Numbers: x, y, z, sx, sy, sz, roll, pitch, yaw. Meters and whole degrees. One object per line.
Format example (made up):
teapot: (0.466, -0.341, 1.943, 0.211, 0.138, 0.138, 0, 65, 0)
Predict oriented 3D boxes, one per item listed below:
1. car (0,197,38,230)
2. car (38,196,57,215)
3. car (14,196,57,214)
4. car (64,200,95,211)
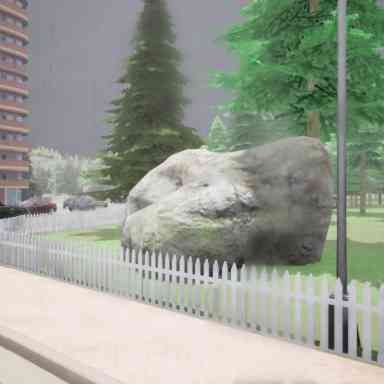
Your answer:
car: (-11.855, 1.162, 18.372, 2.150, 2.045, 5.566, 0, 0, 31)
car: (-14.466, 1.422, 30.220, 1.882, 1.535, 5.008, 0, 0, 15)
car: (-16.727, 1.297, 35.864, 2.097, 1.767, 4.553, 0, 0, 8)
car: (-12.814, 1.508, 39.059, 1.994, 1.385, 4.181, 0, 0, 4)
